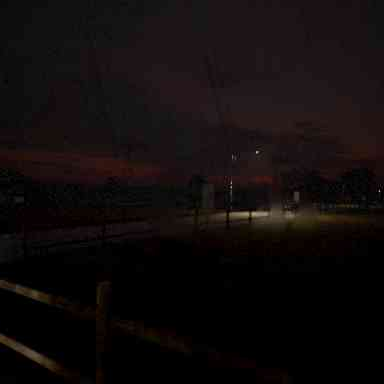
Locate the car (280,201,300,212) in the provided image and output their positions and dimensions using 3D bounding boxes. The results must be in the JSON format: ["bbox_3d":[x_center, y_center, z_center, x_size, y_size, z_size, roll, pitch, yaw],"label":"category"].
[{"bbox_3d":[14.623,2.094,49.447,2.128,1.511,4.902,2,0,36],"label":"car"}]
